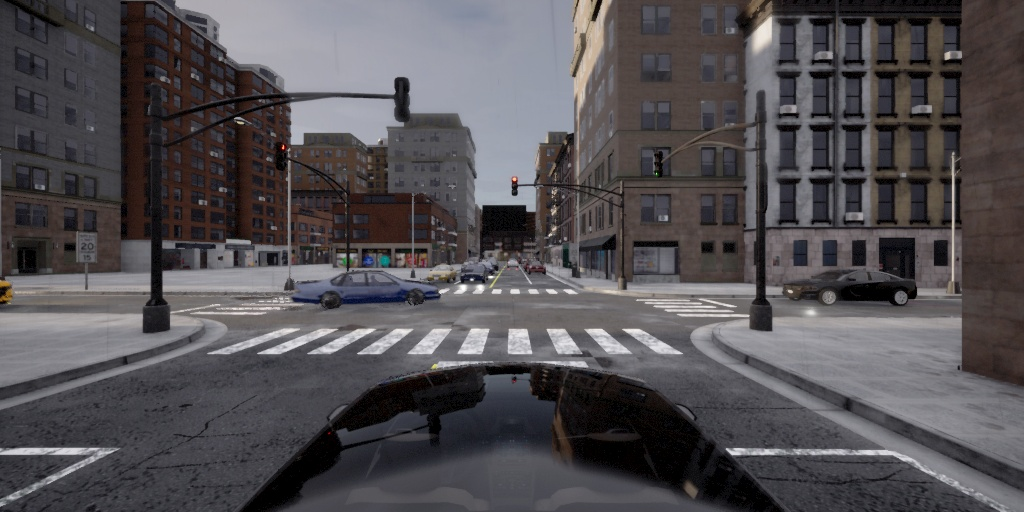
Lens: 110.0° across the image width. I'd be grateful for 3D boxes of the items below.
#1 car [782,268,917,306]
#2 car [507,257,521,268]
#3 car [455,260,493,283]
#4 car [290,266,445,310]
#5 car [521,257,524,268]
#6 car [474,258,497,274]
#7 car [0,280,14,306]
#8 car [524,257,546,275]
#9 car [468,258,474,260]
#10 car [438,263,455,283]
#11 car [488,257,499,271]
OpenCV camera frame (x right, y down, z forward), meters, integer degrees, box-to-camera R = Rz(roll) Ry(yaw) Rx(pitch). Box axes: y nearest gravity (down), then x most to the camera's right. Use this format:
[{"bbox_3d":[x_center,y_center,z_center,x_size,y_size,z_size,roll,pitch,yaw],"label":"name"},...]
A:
[{"bbox_3d":[14.777,1.310,15.858,5.008,1.535,1.882,0,0,-1],"label":"car"},{"bbox_3d":[0.124,1.279,61.892,1.812,1.442,4.674,0,0,0],"label":"car"},{"bbox_3d":[-2.840,1.298,28.153,2.033,1.411,5.357,0,0,0],"label":"car"},{"bbox_3d":[-5.637,1.278,14.288,5.357,1.411,2.033,0,0,-21],"label":"car"},{"bbox_3d":[2.652,1.066,45.054,2.192,1.841,5.009,0,0,0],"label":"car"},{"bbox_3d":[-2.839,1.277,38.204,1.812,1.442,4.674,0,0,0],"label":"car"},{"bbox_3d":[-21.248,1.129,12.880,5.008,1.535,1.882,0,0,0],"label":"car"},{"bbox_3d":[2.650,1.191,39.391,1.967,1.591,4.097,0,0,0],"label":"car"},{"bbox_3d":[-5.373,1.302,45.057,2.007,1.370,4.403,0,0,0],"label":"car"},{"bbox_3d":[-5.379,1.276,27.901,1.751,1.417,4.829,0,0,0],"label":"car"},{"bbox_3d":[-2.818,1.230,48.694,1.882,1.535,5.008,0,0,0],"label":"car"}]
